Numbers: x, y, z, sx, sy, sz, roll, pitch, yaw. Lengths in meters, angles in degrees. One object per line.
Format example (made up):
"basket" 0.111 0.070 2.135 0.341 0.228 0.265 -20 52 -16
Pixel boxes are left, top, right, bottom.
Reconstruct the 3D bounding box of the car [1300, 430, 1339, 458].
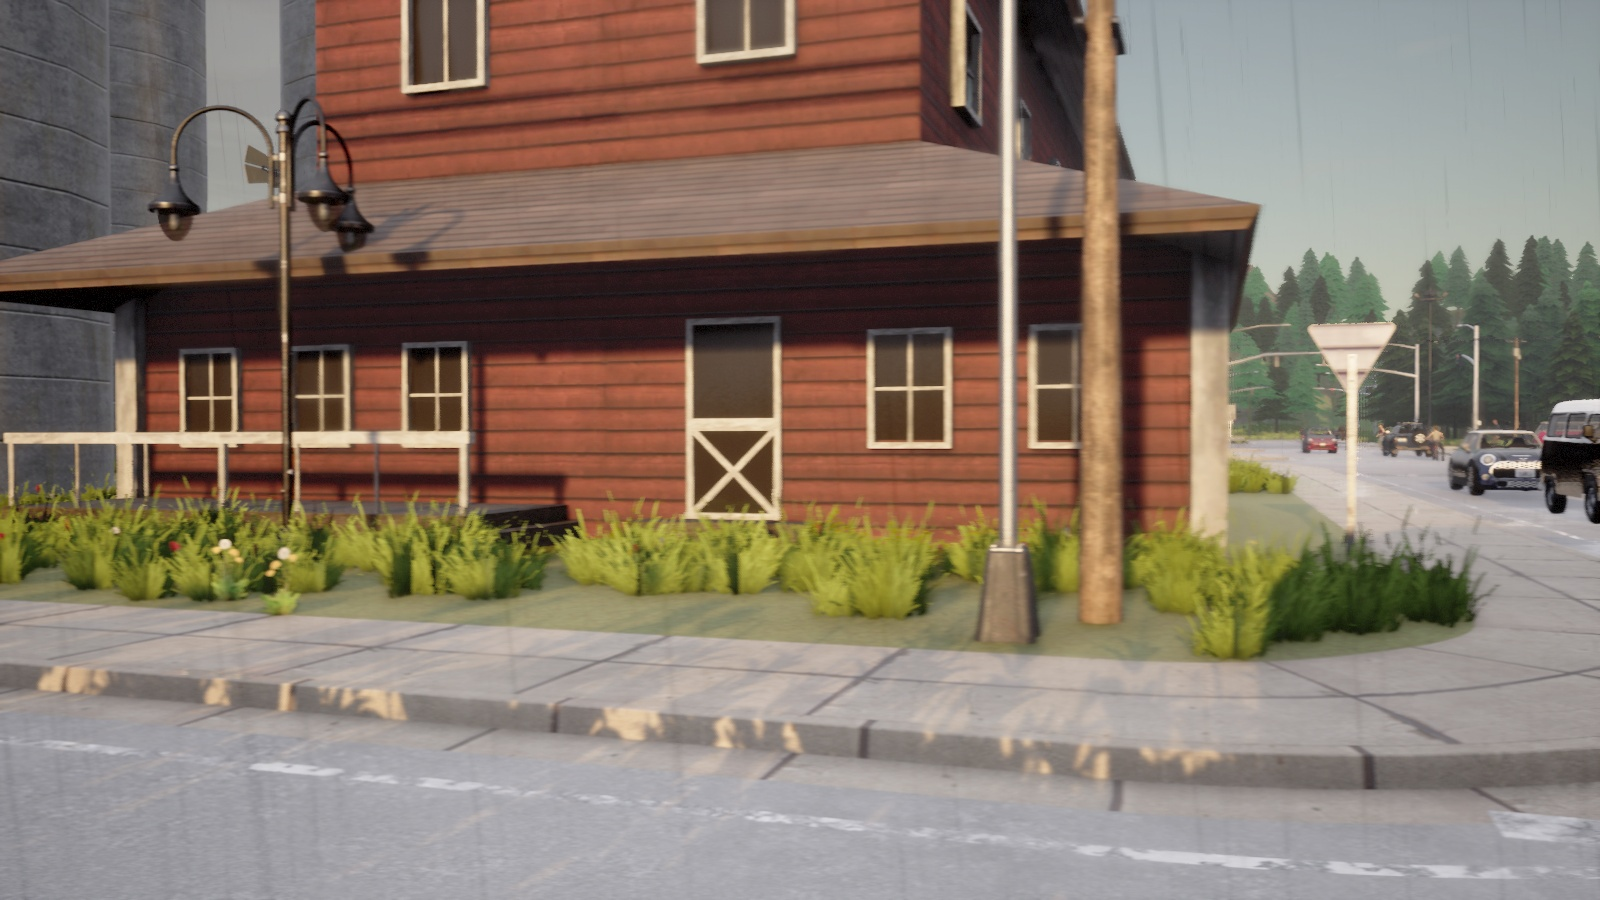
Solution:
"car" 31.151 -0.404 75.395 1.851 1.617 3.988 1 1 18

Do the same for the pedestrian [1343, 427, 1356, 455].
"pedestrian" 37.276 -0.614 85.231 0.726 1.842 0.402 0 1 14

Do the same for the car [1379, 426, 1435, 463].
"car" 31.763 -0.309 65.819 1.932 1.855 4.605 1 1 17

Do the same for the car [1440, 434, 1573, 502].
"car" 16.443 0.361 29.418 1.970 1.475 3.806 1 1 18

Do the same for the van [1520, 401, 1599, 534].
"van" 13.752 0.244 20.996 2.069 2.038 4.480 1 1 18
